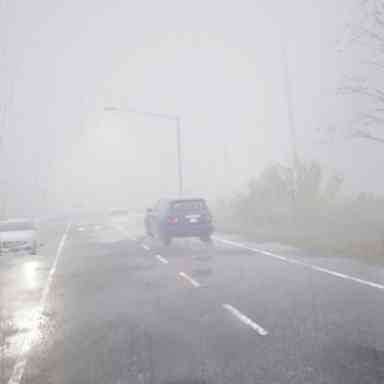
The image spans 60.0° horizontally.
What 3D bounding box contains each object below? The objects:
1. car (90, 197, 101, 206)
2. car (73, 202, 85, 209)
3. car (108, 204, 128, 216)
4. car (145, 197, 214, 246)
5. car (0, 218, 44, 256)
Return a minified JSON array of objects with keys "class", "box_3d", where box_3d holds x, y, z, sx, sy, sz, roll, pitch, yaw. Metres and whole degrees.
[{"class":"car","box_3d":[-25.284,2.783,87.928,1.882,1.535,5.008,-3,0,-19]},{"class":"car","box_3d":[-23.911,2.832,70.436,1.895,1.301,4.718,-3,0,-12]},{"class":"car","box_3d":[-9.021,2.111,40.277,1.895,1.301,4.718,-3,0,-19]},{"class":"car","box_3d":[-0.801,1.295,16.117,2.150,2.045,5.566,-3,0,-19]},{"class":"car","box_3d":[-7.636,1.918,14.544,1.812,1.442,4.674,-3,0,-19]}]
